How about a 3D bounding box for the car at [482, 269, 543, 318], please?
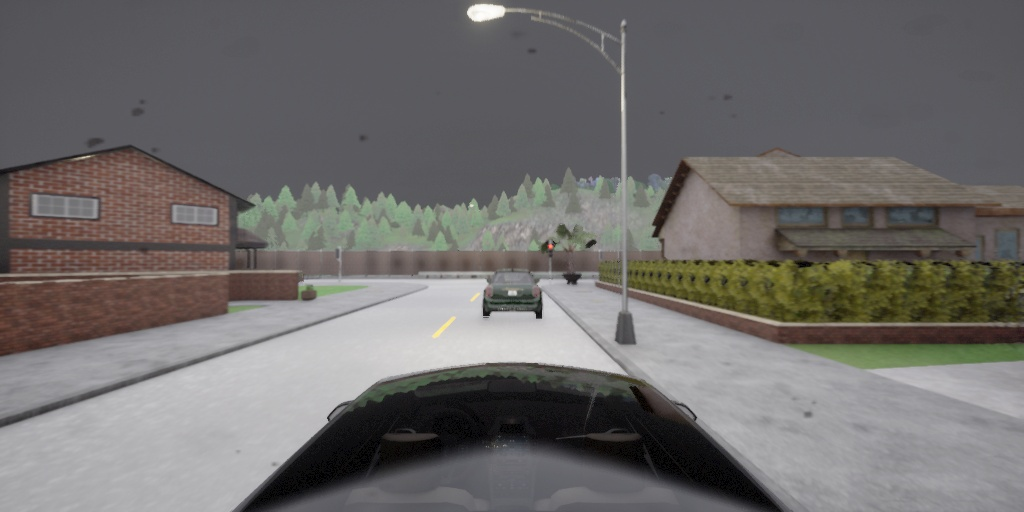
[{"bbox_3d":[0.041,1.273,14.022,2.097,1.767,4.553,0,-1,1],"label":"car"}]
